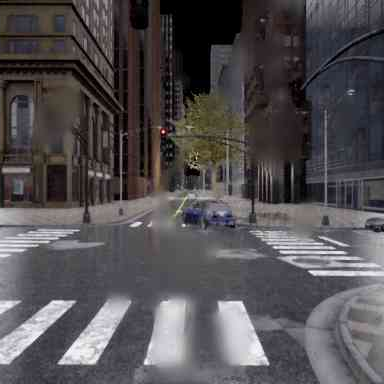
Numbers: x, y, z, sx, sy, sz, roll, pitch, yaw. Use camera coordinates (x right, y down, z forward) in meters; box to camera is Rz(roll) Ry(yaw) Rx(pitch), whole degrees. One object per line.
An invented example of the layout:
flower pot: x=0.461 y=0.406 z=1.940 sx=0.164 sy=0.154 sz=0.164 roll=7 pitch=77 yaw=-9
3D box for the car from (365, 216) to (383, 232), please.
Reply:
car: x=11.907 y=1.628 z=18.350 sx=4.403 sy=1.369 sz=2.008 roll=0 pitch=0 yaw=0

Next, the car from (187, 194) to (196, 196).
car: x=-0.056 y=1.097 z=70.734 sx=1.812 sy=1.442 sz=4.674 roll=0 pitch=1 yaw=0

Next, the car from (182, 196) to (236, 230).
car: x=0.970 y=1.327 z=21.289 sx=2.097 sy=1.767 sz=4.553 roll=0 pitch=0 yaw=-22
